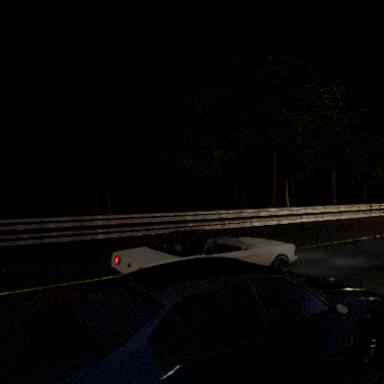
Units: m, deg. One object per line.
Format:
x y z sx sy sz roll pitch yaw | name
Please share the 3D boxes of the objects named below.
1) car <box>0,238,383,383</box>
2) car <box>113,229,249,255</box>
0.358 1.554 4.000 5.357 1.411 2.033 0 0 -35 | car
0.532 1.609 8.419 4.718 1.301 1.895 0 0 -35 | car
